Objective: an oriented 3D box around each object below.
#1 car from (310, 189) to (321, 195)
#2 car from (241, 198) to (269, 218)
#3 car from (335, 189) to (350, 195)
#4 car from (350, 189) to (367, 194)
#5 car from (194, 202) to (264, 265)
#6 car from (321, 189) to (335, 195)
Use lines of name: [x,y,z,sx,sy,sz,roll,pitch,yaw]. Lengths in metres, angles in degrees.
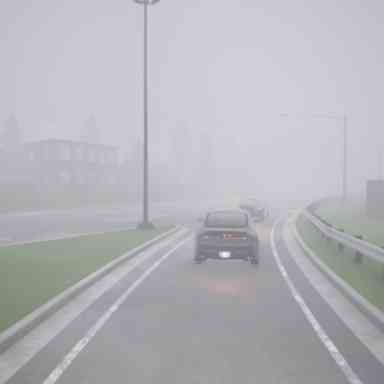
car: [32.874,-0.037,88.510,1.882,1.535,5.008,1,1,36]
car: [4.054,1.135,22.350,1.812,1.442,4.674,0,1,18]
car: [38.537,0.044,84.396,1.882,1.535,5.008,1,1,36]
car: [41.596,-0.043,82.650,2.097,1.767,4.553,1,1,36]
car: [1.203,1.311,11.016,1.837,1.490,4.892,0,1,8]
car: [35.933,-0.124,86.764,2.097,1.767,4.553,1,1,36]
